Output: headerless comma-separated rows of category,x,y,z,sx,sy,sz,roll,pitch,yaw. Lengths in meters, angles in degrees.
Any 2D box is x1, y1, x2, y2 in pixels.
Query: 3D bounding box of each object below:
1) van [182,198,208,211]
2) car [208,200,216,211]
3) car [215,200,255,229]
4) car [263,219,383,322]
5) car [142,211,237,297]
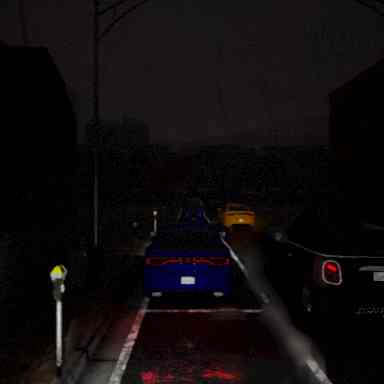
van,0.080,1.385,25.480,1.690,1.788,3.998,0,0,-1
car,2.613,1.554,35.869,1.882,1.535,5.008,0,0,-1
car,2.862,1.526,22.066,1.882,1.535,5.008,0,0,-1
car,3.025,1.375,7.447,2.097,1.767,4.553,0,0,-1
car,-0.104,1.490,8.630,1.882,1.535,5.008,0,0,-1
